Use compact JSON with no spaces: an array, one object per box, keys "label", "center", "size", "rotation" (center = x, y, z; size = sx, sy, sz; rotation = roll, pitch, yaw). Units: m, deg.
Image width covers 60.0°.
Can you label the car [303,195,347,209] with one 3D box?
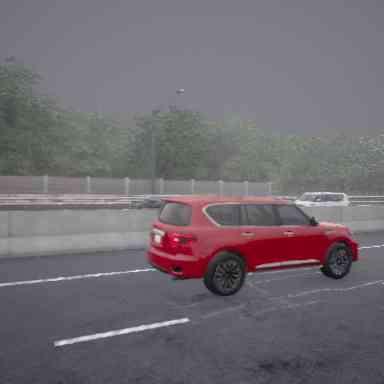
[{"label":"car","center":[15.616,1.192,38.877],"size":[5.008,1.535,1.882],"rotation":[1,1,-26]}]

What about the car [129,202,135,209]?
[{"label":"car","center":[-3.265,1.083,29.545],"size":[4.674,1.442,1.812],"rotation":[0,1,-26]}]

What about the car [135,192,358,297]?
[{"label":"car","center":[1.645,1.125,8.435],"size":[5.566,2.045,2.150],"rotation":[0,1,-27]}]

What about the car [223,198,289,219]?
[{"label":"car","center":[4.991,1.228,25.816],"size":[4.892,1.490,1.837],"rotation":[1,1,-26]}]
